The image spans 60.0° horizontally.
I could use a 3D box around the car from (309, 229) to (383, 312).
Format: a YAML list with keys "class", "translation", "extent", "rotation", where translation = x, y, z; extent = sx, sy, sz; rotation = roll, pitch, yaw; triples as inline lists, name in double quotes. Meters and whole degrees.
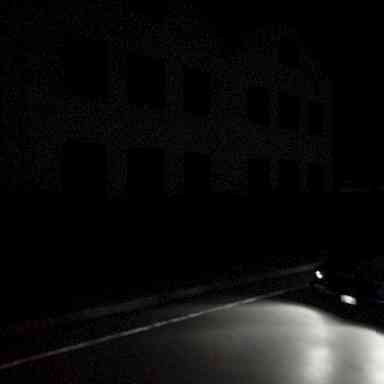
- class: "car"
  translation: [4.980, 1.541, 7.494]
  extent: [5.357, 1.411, 2.033]
  rotation: [0, 0, -35]
